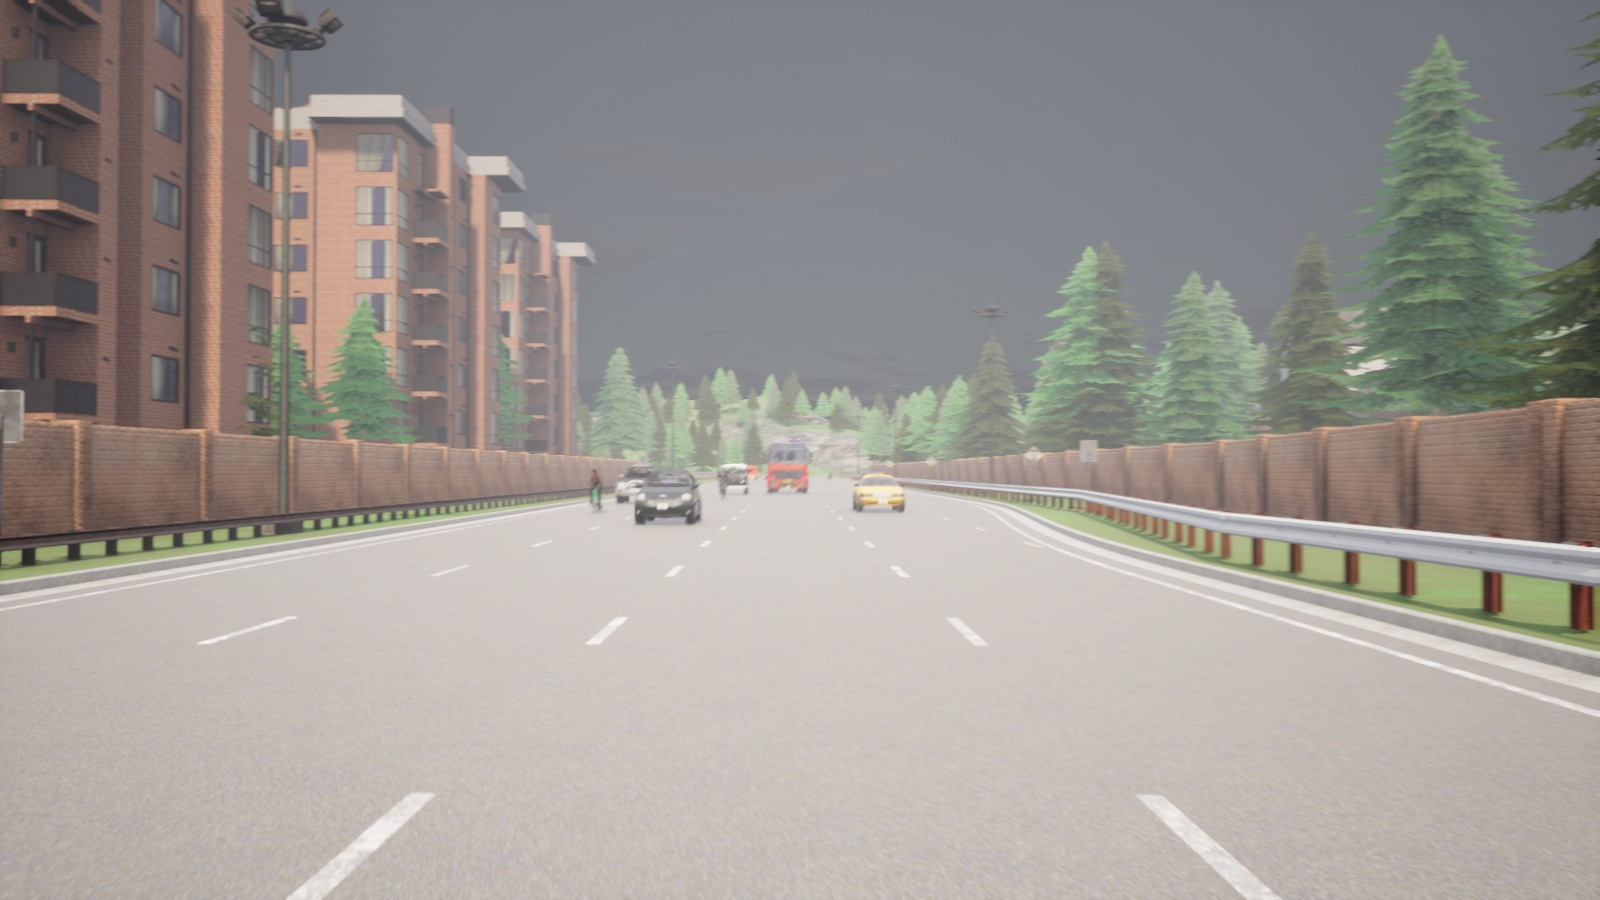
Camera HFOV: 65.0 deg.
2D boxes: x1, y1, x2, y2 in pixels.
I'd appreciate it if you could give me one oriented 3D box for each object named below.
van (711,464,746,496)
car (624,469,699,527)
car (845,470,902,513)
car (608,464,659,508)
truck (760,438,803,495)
[{"bbox_3d":[-4.689,1.966,82.668,2.069,2.038,4.480,0,-1,-1],"label":"van"},{"bbox_3d":[-4.036,1.368,37.132,1.851,1.617,3.988,0,-1,-1],"label":"car"},{"bbox_3d":[2.797,1.557,48.846,1.801,1.575,5.366,0,-1,-1],"label":"car"},{"bbox_3d":[-7.871,1.687,59.763,1.932,1.855,4.605,0,1,-2],"label":"car"},{"bbox_3d":[-1.285,1.159,88.953,2.891,3.827,8.468,0,-1,-1],"label":"truck"}]
